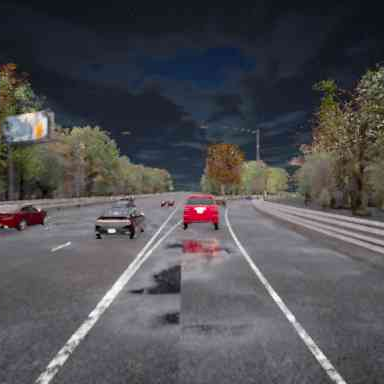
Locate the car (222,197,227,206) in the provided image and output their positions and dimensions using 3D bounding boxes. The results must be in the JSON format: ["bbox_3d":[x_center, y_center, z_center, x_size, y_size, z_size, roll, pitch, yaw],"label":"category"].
[{"bbox_3d":[4.729,1.557,55.189,1.882,1.535,5.008,0,-1,10],"label":"car"}]

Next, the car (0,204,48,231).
[{"bbox_3d":[-10.544,1.459,20.271,1.882,1.535,5.008,0,0,0],"label":"car"}]

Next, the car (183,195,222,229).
[{"bbox_3d":[0.670,1.219,21.739,2.150,2.045,5.566,0,0,4],"label":"car"}]

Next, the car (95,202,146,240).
[{"bbox_3d":[-3.523,1.486,16.957,2.128,1.511,4.902,0,0,0],"label":"car"}]

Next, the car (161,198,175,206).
[{"bbox_3d":[-3.752,1.594,52.688,1.895,1.301,4.718,0,0,0],"label":"car"}]

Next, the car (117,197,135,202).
[{"bbox_3d":[-7.142,1.535,35.275,2.033,1.411,5.357,0,0,0],"label":"car"}]
